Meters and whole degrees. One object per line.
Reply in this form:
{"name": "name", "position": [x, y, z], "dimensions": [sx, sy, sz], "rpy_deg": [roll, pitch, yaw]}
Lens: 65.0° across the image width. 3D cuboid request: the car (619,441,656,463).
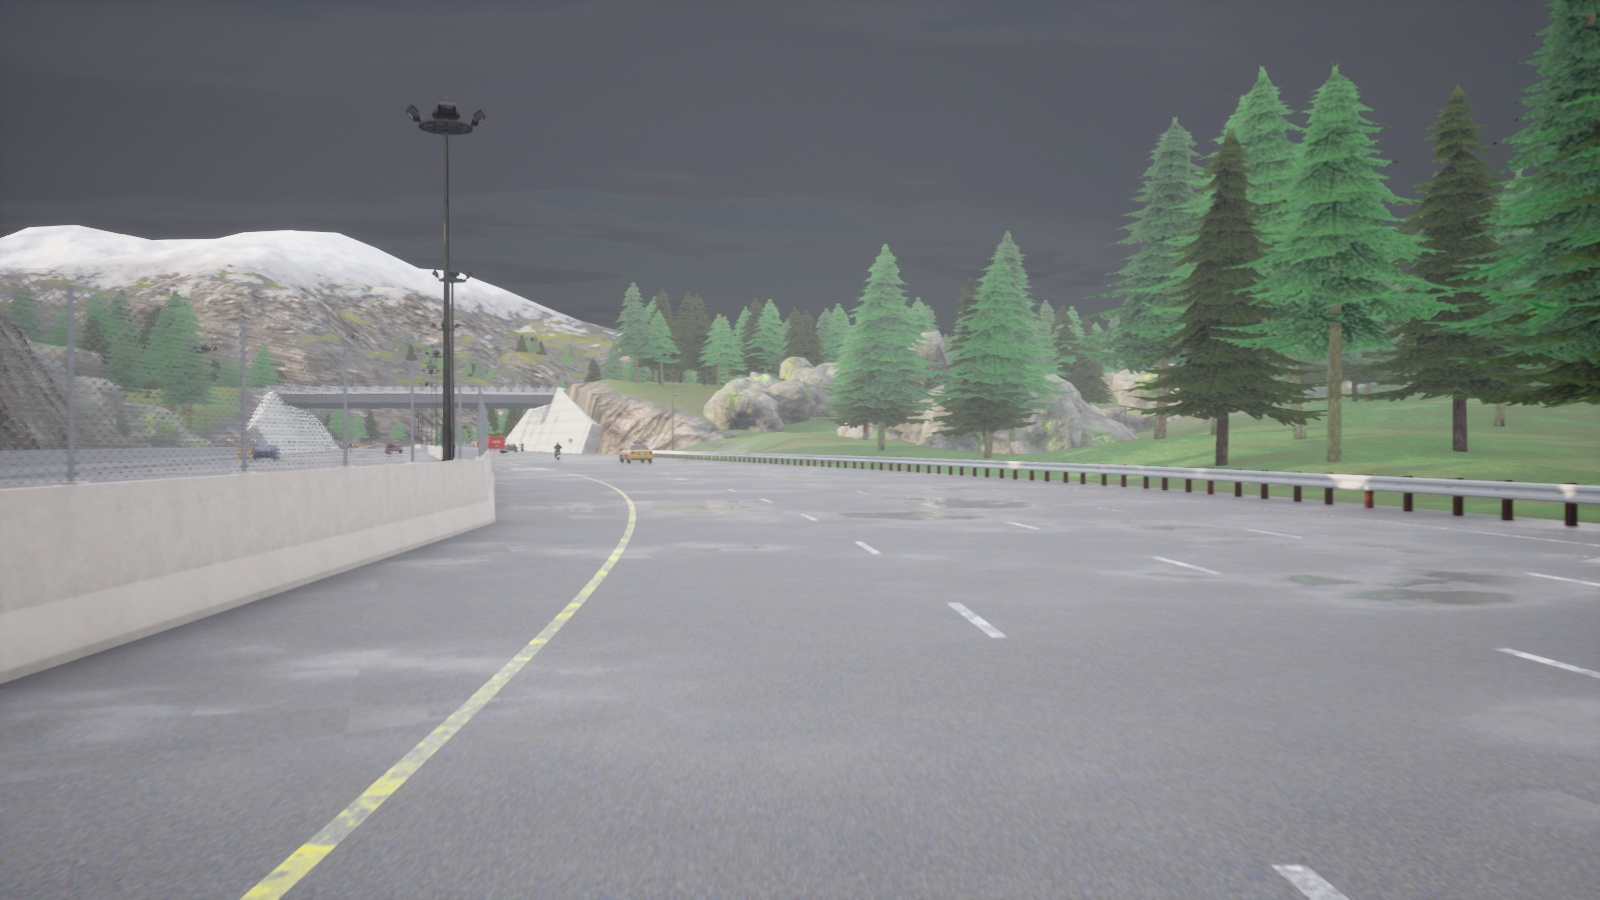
{"name": "car", "position": [-12.023, 0.158, 92.483], "dimensions": [1.801, 1.575, 5.366], "rpy_deg": [0, 0, -17]}
